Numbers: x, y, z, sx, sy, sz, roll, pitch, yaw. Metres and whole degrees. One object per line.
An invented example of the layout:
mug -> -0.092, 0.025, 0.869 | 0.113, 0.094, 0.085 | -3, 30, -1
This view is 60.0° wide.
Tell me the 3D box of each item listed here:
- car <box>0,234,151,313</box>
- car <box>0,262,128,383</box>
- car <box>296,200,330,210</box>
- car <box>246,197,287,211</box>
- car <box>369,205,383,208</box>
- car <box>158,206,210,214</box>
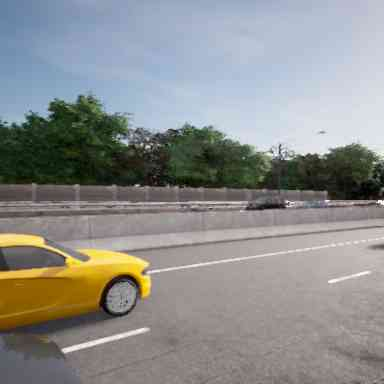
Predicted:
car -> -3.113, 1.483, 5.825 | 5.008, 1.535, 1.882 | 0, 0, -35
car -> -3.181, 1.537, 1.485 | 5.357, 1.411, 2.033 | 0, 0, -36
car -> 14.602, 1.775, 40.091 | 4.553, 1.767, 2.097 | 1, 0, -35
car -> 9.127, 1.588, 40.527 | 5.566, 2.045, 2.150 | 1, -1, -35
car -> 19.898, 2.046, 35.252 | 4.181, 1.385, 1.994 | 1, -1, -35
car -> -0.309, 1.736, 25.262 | 4.718, 1.301, 1.895 | 1, -1, -35
